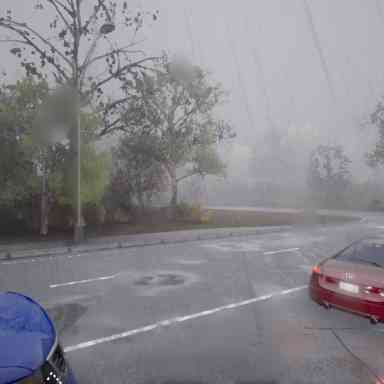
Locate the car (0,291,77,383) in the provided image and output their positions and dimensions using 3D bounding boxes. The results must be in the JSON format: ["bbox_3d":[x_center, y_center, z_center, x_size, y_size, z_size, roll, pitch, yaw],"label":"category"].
[{"bbox_3d":[-3.355,1.222,1.326,5.566,2.045,2.150,0,0,-36],"label":"car"}]

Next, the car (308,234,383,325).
[{"bbox_3d":[4.269,1.564,6.715,4.181,1.385,1.994,0,0,-35],"label":"car"}]
